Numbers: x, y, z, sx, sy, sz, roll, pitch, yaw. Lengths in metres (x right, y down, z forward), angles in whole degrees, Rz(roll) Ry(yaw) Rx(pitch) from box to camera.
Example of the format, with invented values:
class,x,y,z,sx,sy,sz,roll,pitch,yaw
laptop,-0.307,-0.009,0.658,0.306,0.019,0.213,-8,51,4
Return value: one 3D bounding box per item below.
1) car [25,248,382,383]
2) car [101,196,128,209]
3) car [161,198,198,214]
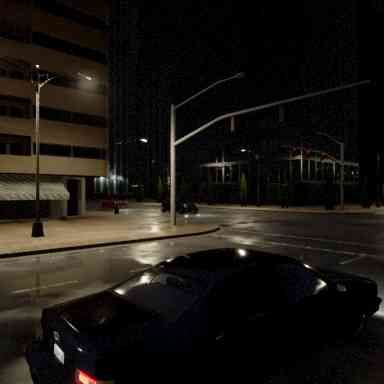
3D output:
class,x,y,z,sx,sy,sz,roll,pitch,yaw
car,0.696,1.547,4.703,5.357,1.411,2.033,0,0,-39
car,-10.808,1.411,46.501,2.097,1.767,4.553,0,0,-42
car,-1.373,1.408,36.025,2.097,1.767,4.553,0,0,-42
